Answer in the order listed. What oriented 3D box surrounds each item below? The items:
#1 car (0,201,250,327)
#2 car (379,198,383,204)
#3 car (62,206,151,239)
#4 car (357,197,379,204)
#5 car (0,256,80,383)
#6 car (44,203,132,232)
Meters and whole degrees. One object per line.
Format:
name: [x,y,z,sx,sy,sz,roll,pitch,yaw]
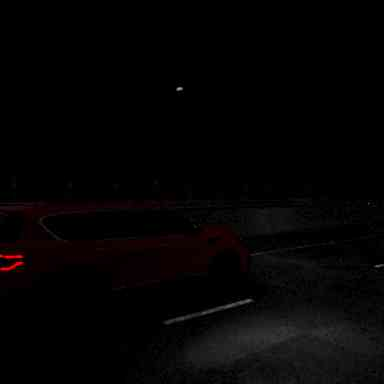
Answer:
car: [-1.273,1.218,7.136,5.566,2.045,2.150,0,0,-35]
car: [28.020,1.669,45.396,5.008,1.535,1.882,0,0,-35]
car: [-4.564,1.553,17.930,4.181,1.385,1.994,0,0,-35]
car: [25.832,1.541,48.133,4.553,1.767,2.097,1,0,-35]
car: [-3.286,1.496,1.402,4.902,1.511,2.128,0,0,-35]
car: [-6.447,1.494,20.887,4.892,1.490,1.837,0,0,-35]
